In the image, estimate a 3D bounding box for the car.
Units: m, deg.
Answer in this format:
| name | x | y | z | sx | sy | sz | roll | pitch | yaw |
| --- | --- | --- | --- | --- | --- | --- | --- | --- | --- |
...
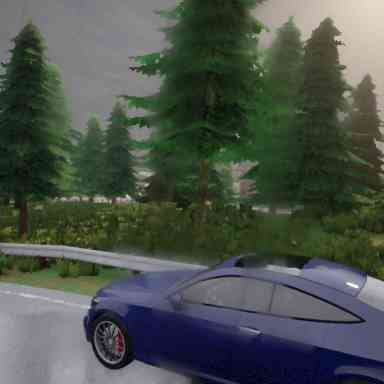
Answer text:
| name | x | y | z | sx | sy | sz | roll | pitch | yaw |
| --- | --- | --- | --- | --- | --- | --- | --- | --- | --- |
| car | 0.762 | 1.499 | 4.094 | 4.674 | 1.442 | 1.812 | 1 | 1 | 31 |
